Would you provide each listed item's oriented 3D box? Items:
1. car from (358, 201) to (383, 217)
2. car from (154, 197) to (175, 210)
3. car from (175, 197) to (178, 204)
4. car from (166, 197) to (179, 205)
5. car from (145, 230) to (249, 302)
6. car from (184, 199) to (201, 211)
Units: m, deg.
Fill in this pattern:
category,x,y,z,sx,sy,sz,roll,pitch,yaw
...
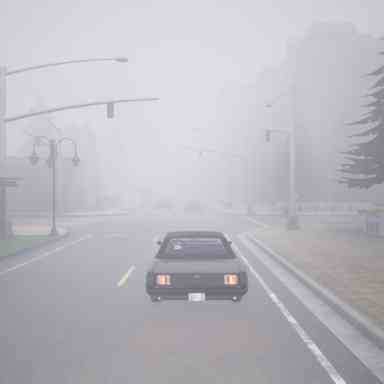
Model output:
category,x,y,z,sx,sy,sz,roll,pitch,yaw
car,16.861,1.493,28.513,5.008,1.535,1.882,0,0,-2
car,-3.606,1.525,42.682,1.812,1.442,4.674,0,0,1
car,-3.604,1.600,51.703,1.895,1.301,4.718,0,0,0
car,-3.589,1.563,61.782,1.994,1.385,4.181,0,0,0
car,0.067,1.601,8.197,1.895,1.301,4.718,0,0,-1
car,0.071,1.563,40.616,1.994,1.385,4.181,0,0,0
